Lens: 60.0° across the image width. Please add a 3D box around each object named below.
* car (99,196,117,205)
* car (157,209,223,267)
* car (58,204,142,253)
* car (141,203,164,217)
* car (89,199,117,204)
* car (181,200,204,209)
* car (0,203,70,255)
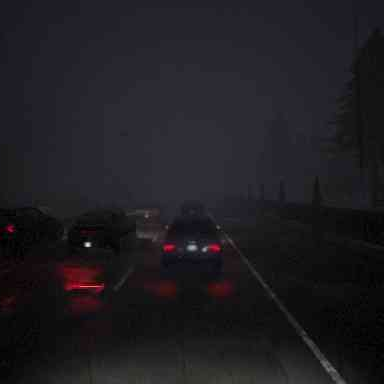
[{"bbox_3d":[-14.470,1.402,57.352,2.128,1.511,4.902,0,0,-4],"label":"car"},{"bbox_3d":[0.019,1.530,11.345,2.033,1.411,5.357,0,0,0],"label":"car"},{"bbox_3d":[-3.459,1.485,13.536,1.837,1.490,4.892,0,0,1],"label":"car"},{"bbox_3d":[-3.466,1.557,27.897,1.895,1.301,4.718,0,0,1],"label":"car"},{"bbox_3d":[-6.967,1.557,27.904,1.895,1.301,4.718,0,0,1],"label":"car"},{"bbox_3d":[0.051,1.431,29.707,1.882,1.535,5.008,0,0,0],"label":"car"},{"bbox_3d":[-6.959,1.330,13.421,2.097,1.767,4.553,0,0,1],"label":"car"}]
